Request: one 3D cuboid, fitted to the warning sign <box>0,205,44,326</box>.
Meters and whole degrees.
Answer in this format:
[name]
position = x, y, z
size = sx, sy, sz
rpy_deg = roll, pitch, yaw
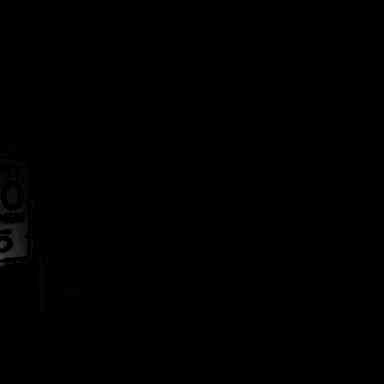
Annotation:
[warning sign]
position = -3.398, 1.174, 5.583
size = 1.060, 1.860, 1.300
rpy_deg = 0, -1, 41
